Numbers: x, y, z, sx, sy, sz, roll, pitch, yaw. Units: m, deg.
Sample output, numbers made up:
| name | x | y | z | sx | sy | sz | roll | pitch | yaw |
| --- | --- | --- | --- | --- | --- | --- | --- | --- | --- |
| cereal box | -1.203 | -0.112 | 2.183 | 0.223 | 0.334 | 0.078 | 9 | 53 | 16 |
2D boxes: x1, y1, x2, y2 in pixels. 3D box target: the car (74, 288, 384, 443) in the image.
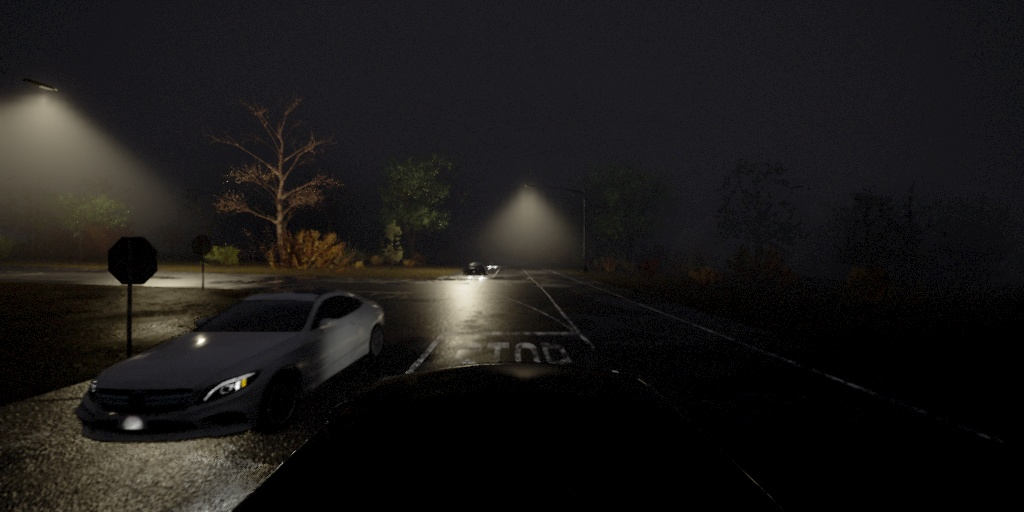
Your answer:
| name | x | y | z | sx | sy | sz | roll | pitch | yaw |
| --- | --- | --- | --- | --- | --- | --- | --- | --- | --- |
| car | -3.500 | 1.279 | 5.638 | 1.812 | 1.442 | 4.674 | 0 | 0 | 0 |

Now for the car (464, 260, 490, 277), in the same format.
| name | x | y | z | sx | sy | sz | roll | pitch | yaw |
| --- | --- | --- | --- | --- | --- | --- | --- | --- | --- |
| car | -3.553 | 1.298 | 35.374 | 1.994 | 1.385 | 4.181 | 0 | 0 | 0 |
